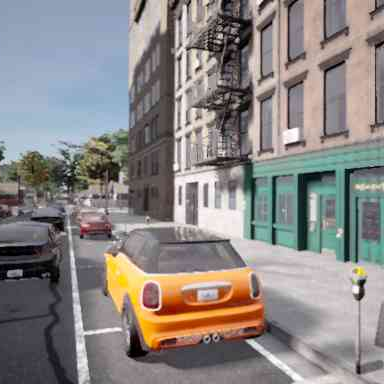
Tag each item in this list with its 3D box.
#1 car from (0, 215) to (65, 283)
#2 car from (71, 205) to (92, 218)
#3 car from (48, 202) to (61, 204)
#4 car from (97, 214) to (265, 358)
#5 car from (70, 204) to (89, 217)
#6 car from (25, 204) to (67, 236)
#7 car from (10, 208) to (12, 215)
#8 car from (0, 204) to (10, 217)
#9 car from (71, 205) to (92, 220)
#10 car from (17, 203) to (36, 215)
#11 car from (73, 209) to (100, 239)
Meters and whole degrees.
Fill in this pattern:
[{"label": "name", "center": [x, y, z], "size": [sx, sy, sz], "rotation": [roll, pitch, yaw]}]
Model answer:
[{"label": "car", "center": [-4.833, 1.631, 9.751], "size": [1.837, 1.490, 4.892], "rotation": [1, -1, -21]}, {"label": "car", "center": [-7.583, 1.872, 24.150], "size": [1.752, 1.417, 4.829], "rotation": [1, -1, -21]}, {"label": "car", "center": [-15.202, 1.858, 36.800], "size": [2.097, 1.767, 4.553], "rotation": [1, -1, -21]}, {"label": "car", "center": [-0.535, 1.462, 6.569], "size": [2.097, 1.767, 4.553], "rotation": [1, -1, -21]}, {"label": "car", "center": [-13.395, 2.130, 39.467], "size": [1.947, 1.339, 4.313], "rotation": [1, -1, -21]}, {"label": "car", "center": [-9.225, 1.764, 21.330], "size": [1.882, 1.535, 5.008], "rotation": [1, -1, -21]}, {"label": "car", "center": [-20.898, 2.039, 36.620], "size": [1.802, 1.307, 4.206], "rotation": [1, -1, -21]}, {"label": "car", "center": [-18.939, 1.824, 31.463], "size": [1.967, 1.590, 4.097], "rotation": [1, -1, -21]}, {"label": "car", "center": [-11.438, 2.073, 34.308], "size": [1.802, 1.307, 4.206], "rotation": [1, -1, -21]}, {"label": "car", "center": [-18.584, 1.988, 37.845], "size": [2.128, 1.511, 4.902], "rotation": [1, -1, -20]}, {"label": "car", "center": [-5.566, 1.854, 18.831], "size": [1.802, 1.307, 4.206], "rotation": [1, -1, -21]}]
